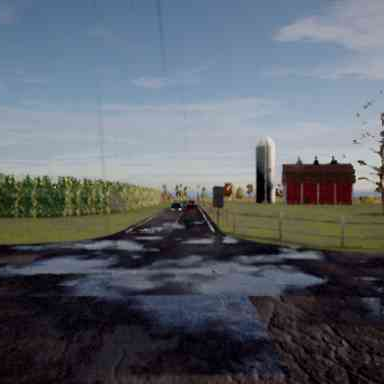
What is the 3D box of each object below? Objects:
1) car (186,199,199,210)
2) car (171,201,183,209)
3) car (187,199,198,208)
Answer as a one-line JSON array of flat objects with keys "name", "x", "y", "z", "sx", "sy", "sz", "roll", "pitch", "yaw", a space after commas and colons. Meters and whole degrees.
[{"name": "car", "x": 0.036, "y": 2.225, "z": 56.342, "sx": 1.837, "sy": 1.490, "sz": 4.892, "roll": 0, "pitch": -1, "yaw": 0}, {"name": "car", "x": -2.711, "y": 2.347, "z": 60.956, "sx": 1.994, "sy": 1.385, "sz": 4.181, "roll": 0, "pitch": -1, "yaw": 0}, {"name": "car", "x": 0.040, "y": 2.216, "z": 66.748, "sx": 2.097, "sy": 1.767, "sz": 4.553, "roll": 0, "pitch": -1, "yaw": 0}]
